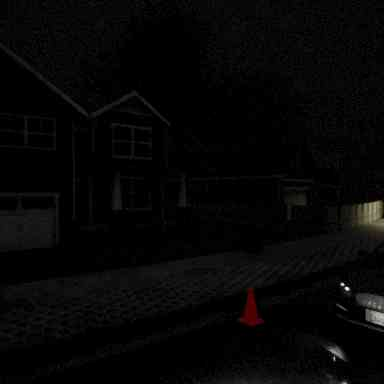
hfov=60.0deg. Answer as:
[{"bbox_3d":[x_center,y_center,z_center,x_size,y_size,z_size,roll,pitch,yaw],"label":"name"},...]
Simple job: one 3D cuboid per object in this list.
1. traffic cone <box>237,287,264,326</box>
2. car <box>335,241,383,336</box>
[{"bbox_3d":[1.025,1.974,5.840,0.340,0.580,0.340,0,0,-38],"label":"traffic cone"},{"bbox_3d":[4.511,1.517,6.244,4.902,1.511,2.128,0,0,-40],"label":"car"}]
